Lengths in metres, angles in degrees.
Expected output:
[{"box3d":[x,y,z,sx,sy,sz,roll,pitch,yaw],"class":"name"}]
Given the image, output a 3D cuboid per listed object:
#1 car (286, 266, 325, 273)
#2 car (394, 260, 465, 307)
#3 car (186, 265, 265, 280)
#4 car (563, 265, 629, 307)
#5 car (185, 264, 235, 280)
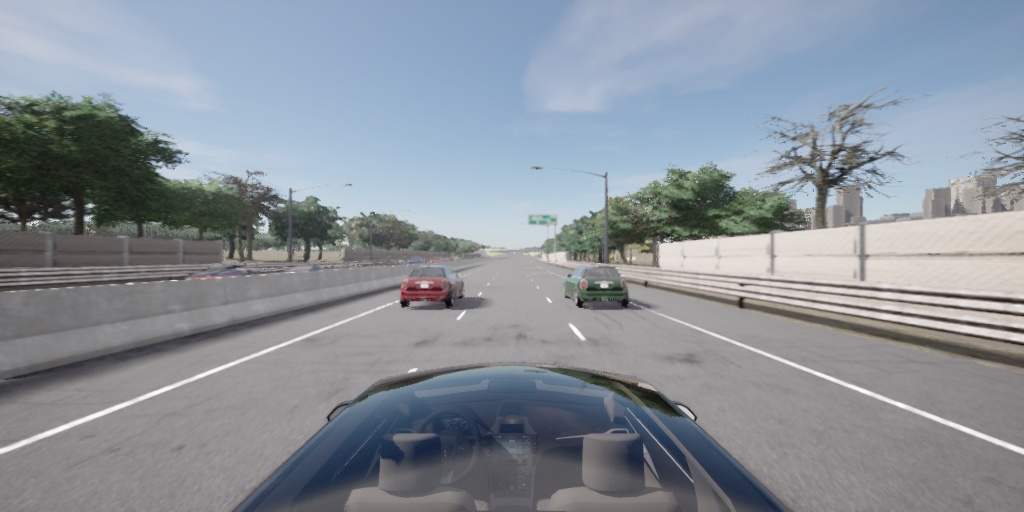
[{"box3d":[-14.098,1.394,24.448,1.812,1.442,4.674,0,0,0],"class":"car"},{"box3d":[-3.403,1.183,16.082,2.097,1.767,4.553,0,0,0],"class":"car"},{"box3d":[-17.600,1.463,22.929,1.895,1.301,4.718,0,0,0],"class":"car"},{"box3d":[3.596,1.182,16.094,2.097,1.767,4.553,0,0,0],"class":"car"},{"box3d":[-21.094,1.382,26.188,1.837,1.490,4.892,0,-1,0],"class":"car"}]
